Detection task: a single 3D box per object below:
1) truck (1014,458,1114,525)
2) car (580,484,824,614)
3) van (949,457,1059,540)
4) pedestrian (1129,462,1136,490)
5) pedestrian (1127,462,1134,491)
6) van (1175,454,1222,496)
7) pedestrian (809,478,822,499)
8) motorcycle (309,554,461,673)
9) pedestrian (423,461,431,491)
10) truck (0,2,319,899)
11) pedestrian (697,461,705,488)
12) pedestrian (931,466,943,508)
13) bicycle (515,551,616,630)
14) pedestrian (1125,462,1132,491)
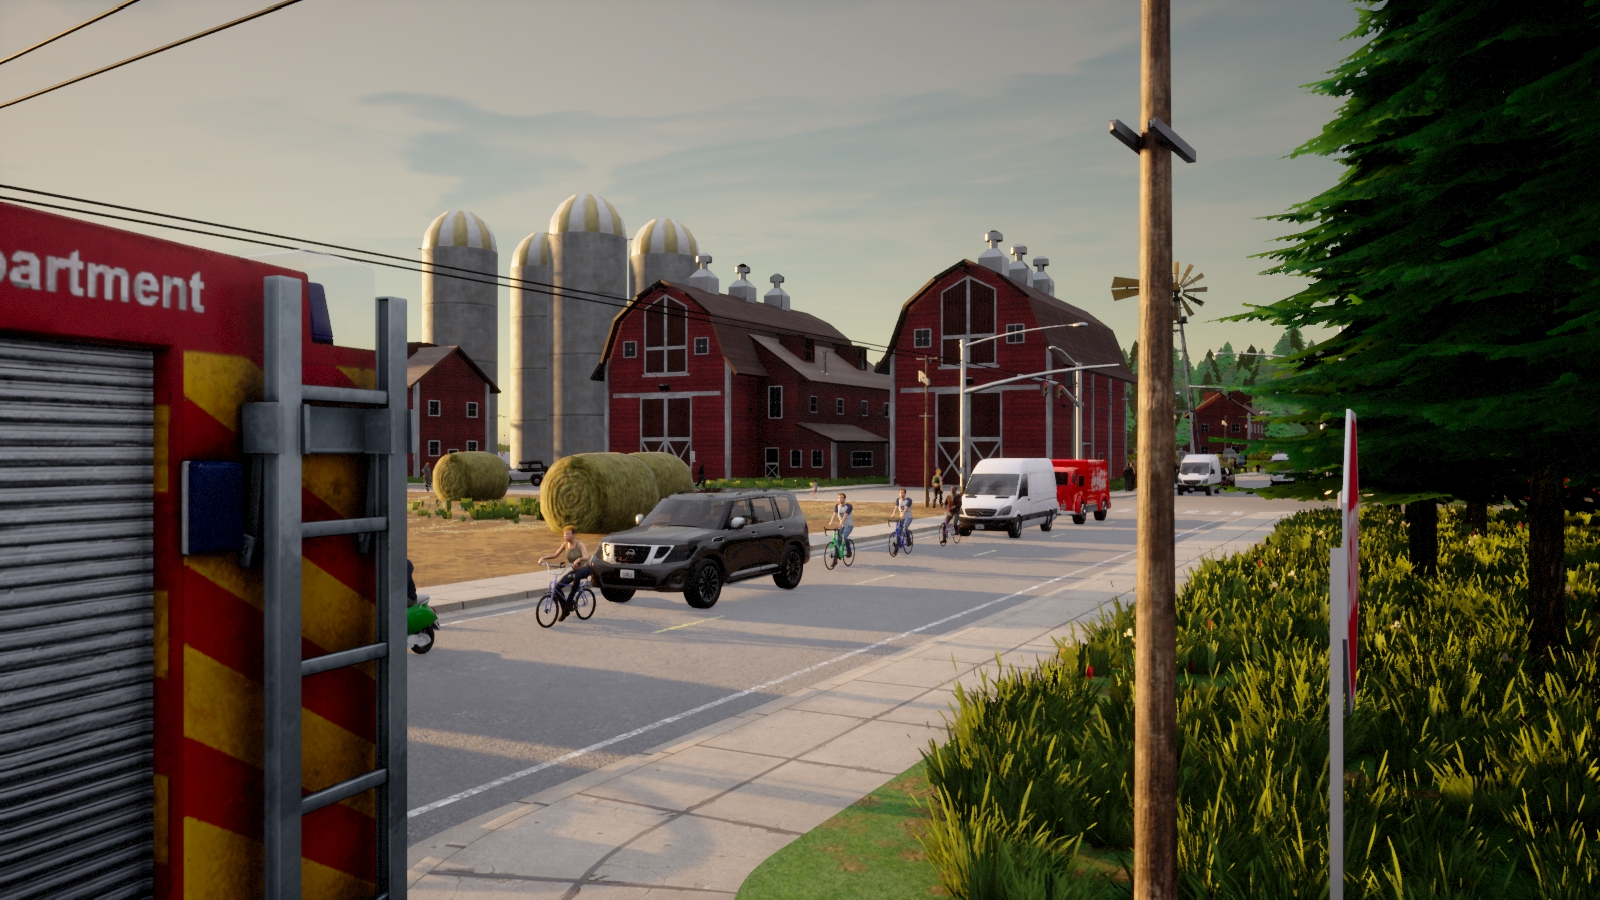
[{"bbox_3d":[10.571,1.568,45.383,2.627,2.467,5.204,0,0,28],"label":"truck"},{"bbox_3d":[-1.721,1.779,22.447,2.150,2.045,5.566,0,0,27],"label":"car"},{"bbox_3d":[7.075,1.534,38.959,1.988,2.561,5.915,0,0,28],"label":"van"},{"bbox_3d":[21.643,1.694,74.386,0.375,1.860,0.375,0,0,26],"label":"pedestrian"},{"bbox_3d":[21.329,1.696,73.735,0.375,1.860,0.375,0,0,17],"label":"pedestrian"},{"bbox_3d":[25.688,1.534,73.536,1.988,2.561,5.915,0,0,28],"label":"van"},{"bbox_3d":[0.829,2.051,61.177,0.500,1.100,0.500,0,0,27],"label":"pedestrian"},{"bbox_3d":[-5.532,2.142,15.331,0.856,1.316,1.805,0,0,28],"label":"motorcycle"},{"bbox_3d":[-23.994,1.670,73.511,0.375,1.860,0.375,0,0,29],"label":"pedestrian"},{"bbox_3d":[-6.007,0.867,3.753,8.468,3.827,2.891,0,0,20],"label":"truck"},{"bbox_3d":[-6.714,1.668,77.757,0.375,1.860,0.375,0,0,31],"label":"pedestrian"},{"bbox_3d":[6.194,1.676,51.609,0.375,1.860,0.375,0,0,35],"label":"pedestrian"},{"bbox_3d":[-3.794,2.256,18.602,0.859,1.080,1.487,0,0,28],"label":"bicycle"},{"bbox_3d":[21.024,1.695,73.148,0.375,1.860,0.375,0,0,30],"label":"pedestrian"}]
